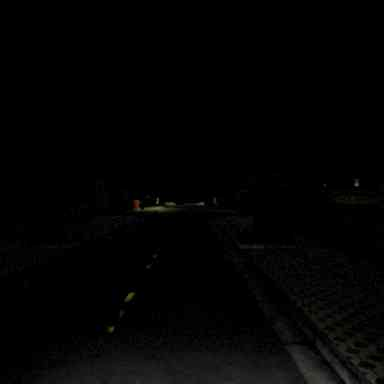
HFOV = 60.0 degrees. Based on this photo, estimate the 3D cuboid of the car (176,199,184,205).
[{"bbox_3d":[-2.767,2.303,76.307,2.033,1.411,5.357,0,-1,0],"label":"car"}]
